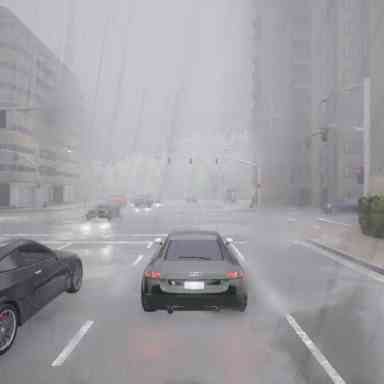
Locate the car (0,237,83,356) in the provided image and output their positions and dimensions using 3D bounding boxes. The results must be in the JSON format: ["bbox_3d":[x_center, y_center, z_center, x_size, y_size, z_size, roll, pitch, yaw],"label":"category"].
[{"bbox_3d":[-3.462,1.526,5.888,1.812,1.442,4.674,0,0,0],"label":"car"}]

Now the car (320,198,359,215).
[{"bbox_3d":[15.502,1.352,33.736,4.553,1.767,2.097,0,0,1],"label":"car"}]

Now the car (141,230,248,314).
[{"bbox_3d":[0.046,1.564,7.692,1.994,1.385,4.181,0,0,0],"label":"car"}]

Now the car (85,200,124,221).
[{"bbox_3d":[-7.167,1.601,27.204,1.895,1.301,4.718,0,0,0],"label":"car"}]

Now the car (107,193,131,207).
[{"bbox_3d":[-10.715,1.222,47.545,2.150,2.045,5.566,0,0,0],"label":"car"}]

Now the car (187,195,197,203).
[{"bbox_3d":[-0.071,1.352,69.733,2.097,1.767,4.553,0,0,0],"label":"car"}]

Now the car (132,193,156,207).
[{"bbox_3d":[-7.222,1.222,50.677,2.150,2.045,5.566,0,0,0],"label":"car"}]

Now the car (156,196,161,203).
[{"bbox_3d":[-7.189,1.491,66.125,2.128,1.511,4.902,0,0,0],"label":"car"}]
